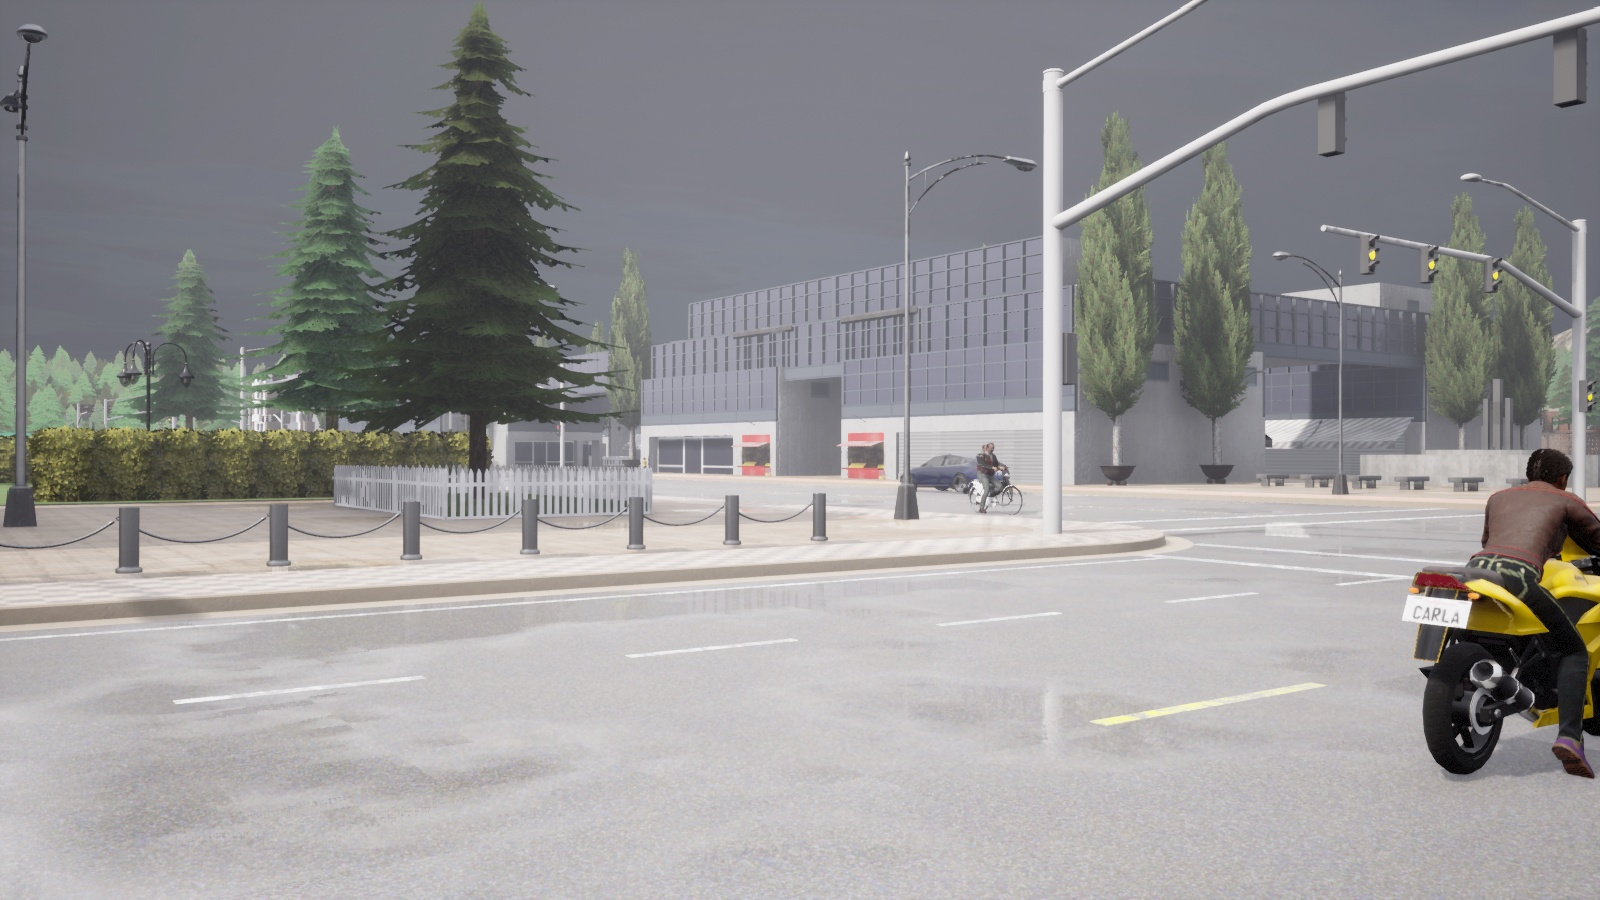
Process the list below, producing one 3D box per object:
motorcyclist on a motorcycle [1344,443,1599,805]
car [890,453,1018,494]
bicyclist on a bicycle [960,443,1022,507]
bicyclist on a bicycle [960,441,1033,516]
[{"bbox_3d":[3.643,0.734,6.198,2.044,1.523,0.797,0,0,-35],"label":"motorcyclist on a motorcycle"},{"bbox_3d":[5.786,0.849,47.617,2.163,1.488,4.792,0,0,-35],"label":"car"},{"bbox_3d":[5.441,0.692,35.879,0.659,1.776,1.843,0,0,-35],"label":"bicyclist on a bicycle"},{"bbox_3d":[4.793,0.680,30.691,0.659,1.776,1.843,0,0,-35],"label":"bicyclist on a bicycle"}]
